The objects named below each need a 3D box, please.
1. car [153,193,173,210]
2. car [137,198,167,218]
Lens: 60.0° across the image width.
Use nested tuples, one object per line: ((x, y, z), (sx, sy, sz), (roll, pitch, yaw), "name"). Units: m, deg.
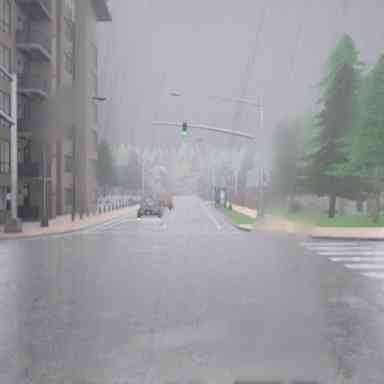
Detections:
((-3.604, 1.158, 42.337), (2.150, 2.045, 5.566), (0, 0, 0), "car")
((-3.604, 1.519, 29.446), (1.994, 1.385, 4.181), (0, 0, 0), "car")
